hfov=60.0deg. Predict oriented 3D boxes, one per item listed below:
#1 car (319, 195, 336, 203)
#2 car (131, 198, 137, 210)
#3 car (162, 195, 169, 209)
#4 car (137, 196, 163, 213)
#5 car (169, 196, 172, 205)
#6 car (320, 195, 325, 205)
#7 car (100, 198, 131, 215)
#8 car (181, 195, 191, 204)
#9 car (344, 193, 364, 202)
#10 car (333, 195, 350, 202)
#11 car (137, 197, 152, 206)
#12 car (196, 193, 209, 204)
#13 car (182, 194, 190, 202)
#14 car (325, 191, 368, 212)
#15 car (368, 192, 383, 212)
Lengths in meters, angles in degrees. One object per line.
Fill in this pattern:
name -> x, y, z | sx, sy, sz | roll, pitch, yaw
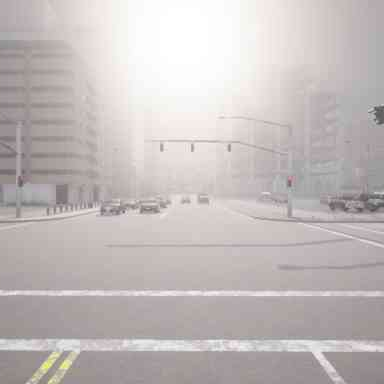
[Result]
car -> 27.773, 1.395, 68.412 | 1.970, 1.475, 3.806 | 0, 0, 0
car -> -8.138, 1.526, 43.434 | 1.812, 1.442, 4.674 | 0, 0, 0
car -> -4.666, 1.354, 46.056 | 2.097, 1.767, 4.553 | 0, 0, -1
car -> -4.590, 1.505, 36.910 | 1.837, 1.490, 4.892 | 0, 0, 0
car -> -4.755, 1.356, 59.091 | 2.097, 1.767, 4.553 | 0, 0, 0
car -> 22.081, 1.395, 53.281 | 1.970, 1.475, 3.806 | 0, 0, 0
car -> -8.067, 1.491, 34.285 | 2.128, 1.511, 4.902 | 0, 0, 0
car -> -1.233, 1.601, 65.383 | 1.895, 1.301, 4.718 | 0, 0, 0
car -> 33.352, 1.153, 68.490 | 1.932, 1.855, 4.605 | 0, 0, 0
car -> 30.669, 1.364, 68.426 | 1.784, 1.438, 3.905 | 0, 0, 0
car -> -8.248, 1.563, 57.564 | 1.994, 1.385, 4.181 | 0, 0, 0
car -> 2.273, 1.478, 64.710 | 1.882, 1.535, 5.008 | 0, 0, 0
car -> -1.311, 1.304, 74.454 | 1.882, 1.535, 5.008 | 0, 0, 0
car -> 16.569, 1.153, 35.841 | 1.932, 1.855, 4.605 | 0, 0, 0
car -> 19.463, 1.156, 35.801 | 1.905, 1.878, 3.866 | 0, 0, 0
